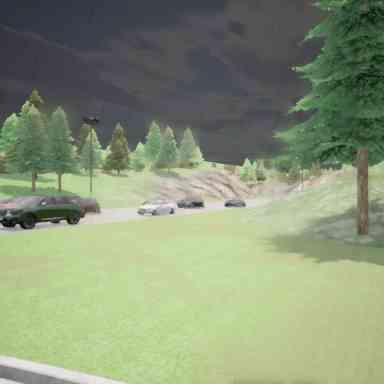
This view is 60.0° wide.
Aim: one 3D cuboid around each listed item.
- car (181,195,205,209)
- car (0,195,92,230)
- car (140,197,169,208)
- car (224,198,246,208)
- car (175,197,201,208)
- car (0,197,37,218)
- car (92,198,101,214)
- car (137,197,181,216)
[{"bbox_3d":[-0.122,1.351,44.578,2.097,1.767,4.553,0,0,31],"label":"car"},{"bbox_3d":[-9.676,1.222,21.811,2.150,2.045,5.566,0,0,31],"label":"car"},{"bbox_3d":[-5.516,1.525,49.187,1.812,1.442,4.674,0,0,31],"label":"car"},{"bbox_3d":[6.266,1.564,48.356,1.994,1.385,4.181,0,0,31],"label":"car"},{"bbox_3d":[-0.534,1.564,50.643,1.994,1.385,4.181,0,0,31],"label":"car"},{"bbox_3d":[-16.820,1.352,30.330,2.097,1.767,4.553,0,0,31],"label":"car"},{"bbox_3d":[-11.247,1.352,32.832,2.097,1.767,4.553,0,0,31],"label":"car"},{"bbox_3d":[-3.355,1.525,32.388,1.812,1.442,4.674,0,0,31],"label":"car"}]
